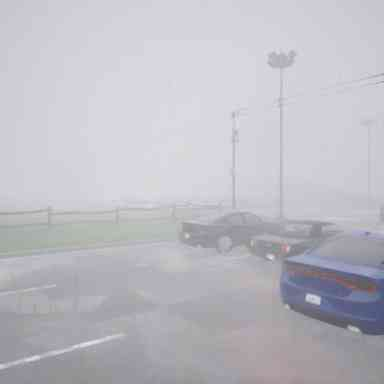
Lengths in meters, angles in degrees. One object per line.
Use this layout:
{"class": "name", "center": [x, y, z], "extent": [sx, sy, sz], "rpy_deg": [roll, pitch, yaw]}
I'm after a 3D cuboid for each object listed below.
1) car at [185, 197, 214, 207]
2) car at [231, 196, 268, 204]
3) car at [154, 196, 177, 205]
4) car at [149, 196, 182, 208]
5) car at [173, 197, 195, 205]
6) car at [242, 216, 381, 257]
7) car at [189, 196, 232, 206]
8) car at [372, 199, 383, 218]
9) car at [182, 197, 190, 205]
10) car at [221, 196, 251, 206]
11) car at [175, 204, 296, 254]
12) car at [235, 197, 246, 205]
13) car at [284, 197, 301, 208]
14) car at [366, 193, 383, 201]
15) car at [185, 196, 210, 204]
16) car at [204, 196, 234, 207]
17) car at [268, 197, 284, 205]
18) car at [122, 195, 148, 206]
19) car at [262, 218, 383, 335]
{"class": "car", "center": [1.103, 1.507, 51.801], "extent": [1.837, 1.490, 4.892], "rpy_deg": [0, 0, -36]}
{"class": "car", "center": [7.058, 1.494, 43.633], "extent": [2.128, 1.511, 4.902], "rpy_deg": [0, 0, -36]}
{"class": "car", "center": [-4.885, 1.480, 60.079], "extent": [1.882, 1.535, 5.008], "rpy_deg": [0, 0, -36]}
{"class": "car", "center": [-3.807, 1.566, 46.645], "extent": [1.994, 1.385, 4.181], "rpy_deg": [0, 0, -36]}
{"class": "car", "center": [-1.495, 1.567, 61.406], "extent": [1.994, 1.385, 4.181], "rpy_deg": [0, 0, -36]}
{"class": "car", "center": [4.090, 1.602, 11.031], "extent": [4.718, 1.301, 1.895], "rpy_deg": [0, 0, -36]}
{"class": "car", "center": [2.084, 1.528, 38.578], "extent": [1.812, 1.442, 4.674], "rpy_deg": [0, 0, -36]}
{"class": "car", "center": [15.997, 1.492, 25.491], "extent": [4.902, 1.511, 2.128], "rpy_deg": [0, 0, -43]}
{"class": "car", "center": [-1.983, 1.507, 50.090], "extent": [1.837, 1.490, 4.892], "rpy_deg": [0, 0, -36]}
{"class": "car", "center": [7.213, 1.494, 55.331], "extent": [2.128, 1.511, 4.902], "rpy_deg": [0, 0, -36]}
{"class": "car", "center": [1.810, 1.478, 13.702], "extent": [5.008, 1.535, 1.882], "rpy_deg": [0, 0, -36]}
{"class": "car", "center": [4.111, 1.603, 41.733], "extent": [1.895, 1.301, 4.718], "rpy_deg": [0, 0, -36]}
{"class": "car", "center": [13.097, 1.507, 47.240], "extent": [1.837, 1.490, 4.892], "rpy_deg": [0, 0, -36]}
{"class": "car", "center": [44.079, 1.230, 77.957], "extent": [2.150, 2.045, 5.566], "rpy_deg": [0, 0, -7]}
{"class": "car", "center": [1.049, 1.550, 63.892], "extent": [2.033, 1.411, 5.357], "rpy_deg": [0, 0, -36]}
{"class": "car", "center": [4.312, 1.494, 53.354], "extent": [2.128, 1.511, 4.902], "rpy_deg": [0, 0, -36]}
{"class": "car", "center": [9.829, 1.528, 45.792], "extent": [1.812, 1.442, 4.674], "rpy_deg": [0, 0, -36]}
{"class": "car", "center": [-9.705, 1.354, 54.749], "extent": [2.097, 1.767, 4.553], "rpy_deg": [0, 0, -36]}
{"class": "car", "center": [3.854, 1.478, 6.515], "extent": [5.008, 1.535, 1.882], "rpy_deg": [0, 0, -36]}
